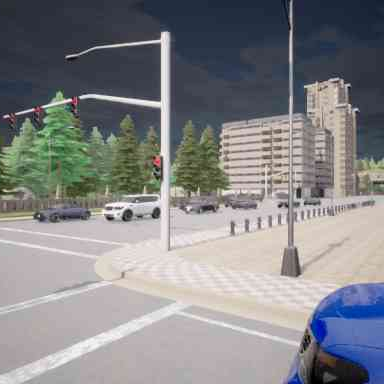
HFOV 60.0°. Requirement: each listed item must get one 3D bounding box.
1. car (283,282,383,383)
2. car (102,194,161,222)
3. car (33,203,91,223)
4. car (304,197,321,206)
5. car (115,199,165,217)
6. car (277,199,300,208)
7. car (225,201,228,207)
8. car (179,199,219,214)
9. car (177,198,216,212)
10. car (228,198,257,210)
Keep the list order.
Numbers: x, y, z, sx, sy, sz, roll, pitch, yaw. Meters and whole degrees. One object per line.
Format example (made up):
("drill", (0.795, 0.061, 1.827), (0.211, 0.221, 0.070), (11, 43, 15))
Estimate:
("car", (3.316, 1.221, 1.601), (5.566, 2.045, 2.150), (0, 0, 36))
("car", (-4.683, 1.221, 27.192), (2.150, 2.045, 5.566), (0, 0, 35))
("car", (-9.977, 1.564, 25.799), (1.994, 1.385, 4.181), (0, 0, 36))
("car", (20.195, 1.564, 55.706), (1.994, 1.385, 4.181), (0, 0, 35))
("car", (-5.012, 1.491, 32.758), (2.128, 1.511, 4.902), (0, 0, 35))
("car", (13.613, 1.601, 46.479), (1.895, 1.301, 4.718), (0, 0, 35))
("car", (6.491, 1.564, 48.822), (1.994, 1.385, 4.181), (0, 0, 36))
("car", (1.082, 1.492, 35.271), (2.128, 1.511, 4.902), (0, 0, 36))
("car", (0.665, 1.547, 40.714), (2.033, 1.411, 5.357), (0, 0, 36))
("car", (6.909, 1.564, 43.412), (1.994, 1.385, 4.181), (0, 0, 36))
